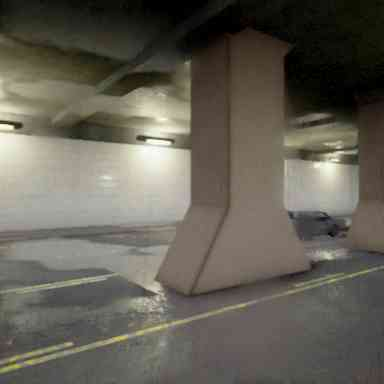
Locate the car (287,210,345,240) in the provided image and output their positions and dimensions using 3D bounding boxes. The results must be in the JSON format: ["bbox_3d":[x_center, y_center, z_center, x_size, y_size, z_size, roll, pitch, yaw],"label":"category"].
[{"bbox_3d":[5.474,1.601,16.493,4.718,1.301,1.895,0,0,-35],"label":"car"}]

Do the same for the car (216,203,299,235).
[{"bbox_3d":[3.985,1.478,19.732,5.008,1.535,1.882,0,0,-36],"label":"car"}]
